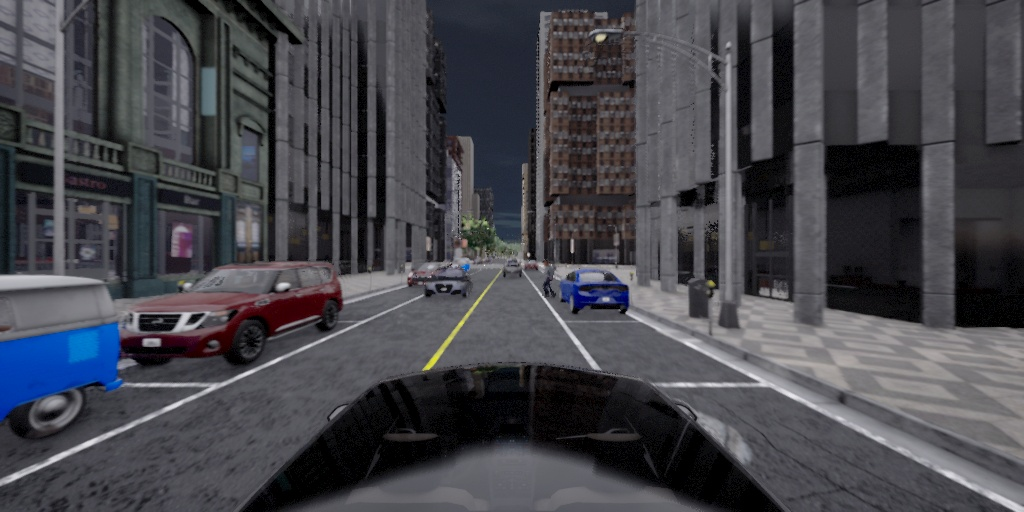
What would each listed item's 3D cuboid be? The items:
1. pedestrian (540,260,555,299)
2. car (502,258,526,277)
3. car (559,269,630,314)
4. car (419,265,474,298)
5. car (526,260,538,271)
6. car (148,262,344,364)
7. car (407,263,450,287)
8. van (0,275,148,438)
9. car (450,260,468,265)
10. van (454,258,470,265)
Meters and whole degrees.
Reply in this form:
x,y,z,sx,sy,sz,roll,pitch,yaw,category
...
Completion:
x,y,z,sx,sy,sz,roll,pitch,yaw,category
1.649,1.047,16.687,0.375,1.860,0.375,0,0,-10,pedestrian
0.063,1.274,35.970,2.128,1.511,4.902,0,0,0,car
3.000,1.231,13.921,1.882,1.535,5.008,0,0,0,car
-3.099,1.318,18.302,1.994,1.385,4.181,0,0,0,car
2.761,1.258,51.778,1.967,1.591,4.097,0,0,0,car
-5.763,1.066,8.249,2.192,1.841,5.009,0,0,0,car
-5.763,1.198,24.573,1.967,1.591,4.097,0,0,0,car
-5.763,1.091,2.808,1.690,1.789,3.998,0,0,0,van
-5.764,1.362,35.452,1.802,1.307,4.207,0,0,0,car
-5.764,1.133,40.894,1.690,1.789,3.998,0,0,0,van
